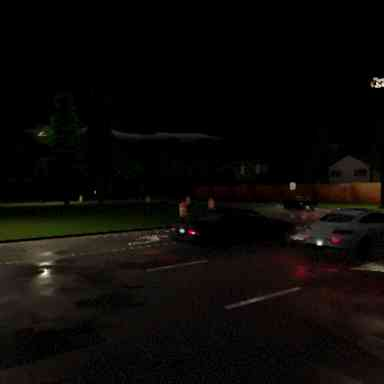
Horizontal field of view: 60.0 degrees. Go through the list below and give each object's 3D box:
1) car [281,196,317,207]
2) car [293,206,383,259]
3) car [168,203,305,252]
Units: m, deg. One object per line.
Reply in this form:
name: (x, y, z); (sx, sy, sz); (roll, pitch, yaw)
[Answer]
car: (10.494, 1.086, 33.027); (1.895, 1.301, 4.718); (-1, 1, -5)
car: (5.919, 1.311, 11.672); (4.674, 1.442, 1.812); (-1, 1, -33)
car: (1.737, 1.381, 13.114); (5.357, 1.411, 2.033); (-1, 1, -33)
